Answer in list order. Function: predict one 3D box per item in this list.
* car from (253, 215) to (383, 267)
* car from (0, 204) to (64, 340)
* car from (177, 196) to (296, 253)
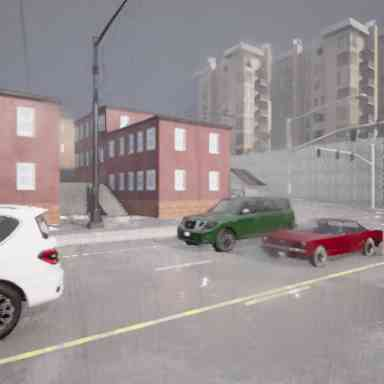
[{"bbox_3d":[4.572,1.594,11.520,4.718,1.301,1.895,0,0,-35],"label":"car"},{"bbox_3d":[-4.828,1.226,4.842,5.566,2.045,2.150,0,0,-35],"label":"car"},{"bbox_3d":[2.073,1.216,14.042,5.566,2.045,2.150,0,0,-36],"label":"car"}]
